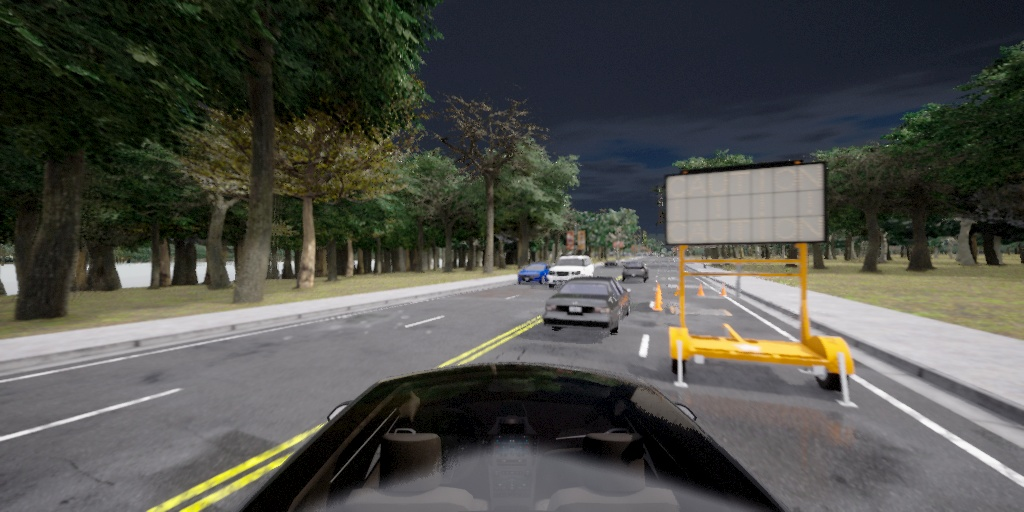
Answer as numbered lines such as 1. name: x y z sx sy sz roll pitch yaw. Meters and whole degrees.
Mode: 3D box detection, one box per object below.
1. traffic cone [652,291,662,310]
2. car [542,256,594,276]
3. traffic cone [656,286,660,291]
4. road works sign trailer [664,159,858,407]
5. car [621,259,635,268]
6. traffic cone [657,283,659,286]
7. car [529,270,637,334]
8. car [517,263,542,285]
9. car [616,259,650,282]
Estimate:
1. traffic cone: 5.438 1.705 13.407 0.340 0.580 0.340 0 0 22
2. car: 3.995 1.011 23.579 2.150 2.045 5.566 -1 0 23
3. traffic cone: 6.200 1.705 15.256 0.340 0.580 0.340 0 0 22
4. road works sign trailer: 4.045 0.202 6.410 2.380 3.560 2.880 0 0 22
5. car: 19.962 1.227 61.428 1.812 1.442 4.674 -1 0 24
6. traffic cone: 6.963 1.704 17.105 0.340 0.580 0.340 0 0 22
7. car: 2.458 1.312 10.829 2.033 1.411 5.357 -1 0 23
8. car: 1.984 1.292 27.203 1.882 1.535 5.008 -1 0 23
9. car: 10.084 1.245 29.225 2.128 1.511 4.902 -1 0 23
